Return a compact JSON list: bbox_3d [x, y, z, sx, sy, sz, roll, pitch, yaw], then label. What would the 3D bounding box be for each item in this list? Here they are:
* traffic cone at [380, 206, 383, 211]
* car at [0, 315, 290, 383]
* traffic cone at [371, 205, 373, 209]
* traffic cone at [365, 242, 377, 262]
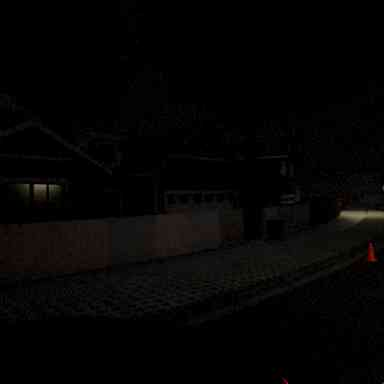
[{"bbox_3d":[22.870,1.939,40.047,0.340,0.580,0.340,-1,0,18],"label":"traffic cone"},{"bbox_3d":[-1.188,1.587,1.793,4.181,1.385,1.994,0,0,-40],"label":"car"},{"bbox_3d":[24.211,1.946,44.703,0.340,0.580,0.340,-1,0,14],"label":"traffic cone"},{"bbox_3d":[5.903,1.961,10.973,0.340,0.580,0.340,-1,0,43],"label":"traffic cone"}]
